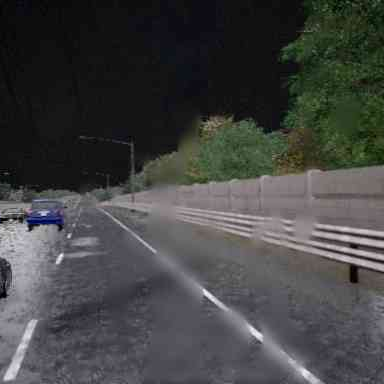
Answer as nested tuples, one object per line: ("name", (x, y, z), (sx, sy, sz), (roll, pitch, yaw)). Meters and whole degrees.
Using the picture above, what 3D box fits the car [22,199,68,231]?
("car", (-10.143, 1.548, 23.532), (2.150, 2.045, 5.566), (-1, -1, -18))

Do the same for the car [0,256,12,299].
("car", (-4.491, 1.631, 5.703), (1.812, 1.442, 4.674), (-1, 0, -18))

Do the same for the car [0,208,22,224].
("car", (-15.853, 2.089, 29.977), (1.895, 1.301, 4.718), (-1, -1, -18))
